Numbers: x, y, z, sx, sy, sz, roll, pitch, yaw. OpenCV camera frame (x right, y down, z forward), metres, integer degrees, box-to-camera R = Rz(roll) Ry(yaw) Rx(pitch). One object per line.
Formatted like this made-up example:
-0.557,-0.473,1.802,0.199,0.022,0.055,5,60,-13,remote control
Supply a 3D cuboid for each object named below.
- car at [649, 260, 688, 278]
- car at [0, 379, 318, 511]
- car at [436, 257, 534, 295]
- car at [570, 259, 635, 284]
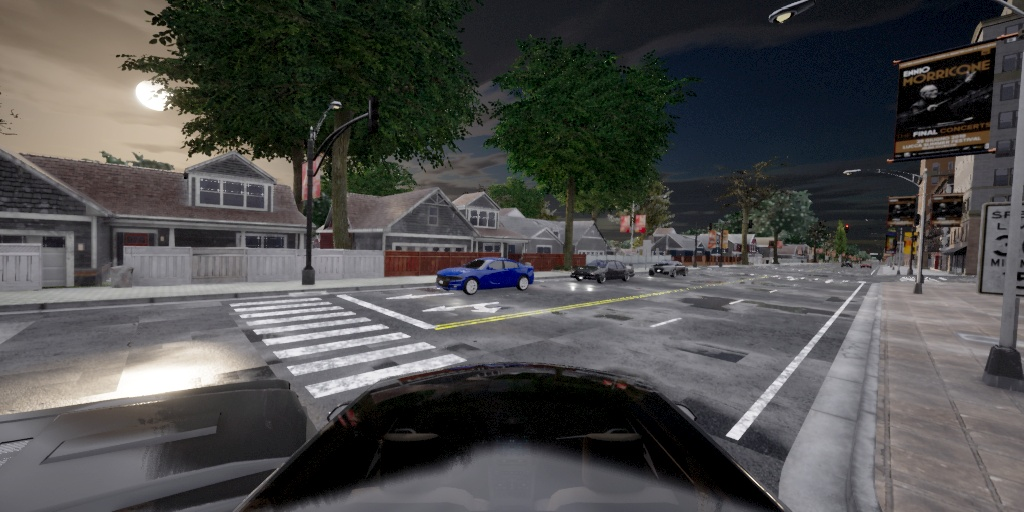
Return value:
13.264,1.018,30.307,4.181,1.385,1.994,0,2,-44,car
-3.311,1.288,1.289,4.718,1.301,1.895,1,2,-34,car
-1.107,0.812,16.473,5.008,1.535,1.882,0,2,-44,car
6.063,0.940,23.389,5.357,1.411,2.033,0,2,-44,car
